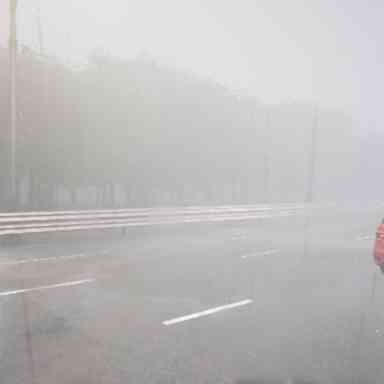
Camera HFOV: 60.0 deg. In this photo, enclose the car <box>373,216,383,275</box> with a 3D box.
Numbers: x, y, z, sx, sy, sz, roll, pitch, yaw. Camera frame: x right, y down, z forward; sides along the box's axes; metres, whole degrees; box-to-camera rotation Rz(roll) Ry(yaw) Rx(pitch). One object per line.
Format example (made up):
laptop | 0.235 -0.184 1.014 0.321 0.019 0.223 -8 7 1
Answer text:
car | 7.066 1.225 8.911 5.566 2.045 2.150 0 0 -36
